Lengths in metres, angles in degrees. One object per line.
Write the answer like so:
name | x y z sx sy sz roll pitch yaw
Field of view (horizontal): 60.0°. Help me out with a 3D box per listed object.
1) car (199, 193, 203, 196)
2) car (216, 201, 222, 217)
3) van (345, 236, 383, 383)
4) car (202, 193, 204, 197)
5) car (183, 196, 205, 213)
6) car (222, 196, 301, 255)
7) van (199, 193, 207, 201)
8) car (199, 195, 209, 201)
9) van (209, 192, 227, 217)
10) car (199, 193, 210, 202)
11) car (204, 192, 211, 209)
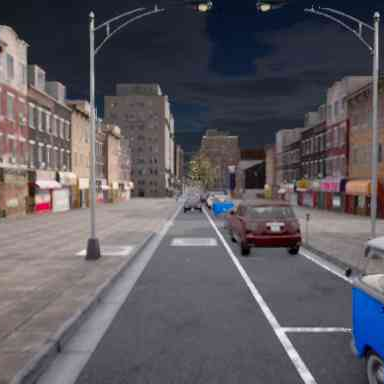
car | 0.054 1.284 45.363 2.128 1.511 4.902 0 0 1
car | 2.632 1.435 18.151 2.008 1.369 4.403 -1 0 0
van | 2.620 1.323 2.279 1.690 1.788 3.998 -1 0 0
car | 3.012 1.017 47.830 2.150 2.045 5.566 0 0 0
car | 0.084 1.419 34.471 1.895 1.301 4.718 0 0 0
car | 2.625 1.227 12.861 2.192 1.841 5.009 -1 0 0
van | 2.660 1.150 79.361 1.690 1.788 3.998 -2 0 0
car | 2.664 1.353 76.040 2.008 1.369 4.403 -2 0 0
van | 2.634 1.179 28.731 1.690 1.788 3.998 -1 0 0
car | 2.654 1.108 71.055 2.192 1.841 5.009 -2 0 0
car | 3.007 1.029 40.827 2.150 2.045 5.566 0 0 0
